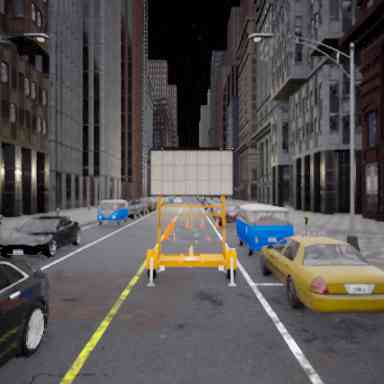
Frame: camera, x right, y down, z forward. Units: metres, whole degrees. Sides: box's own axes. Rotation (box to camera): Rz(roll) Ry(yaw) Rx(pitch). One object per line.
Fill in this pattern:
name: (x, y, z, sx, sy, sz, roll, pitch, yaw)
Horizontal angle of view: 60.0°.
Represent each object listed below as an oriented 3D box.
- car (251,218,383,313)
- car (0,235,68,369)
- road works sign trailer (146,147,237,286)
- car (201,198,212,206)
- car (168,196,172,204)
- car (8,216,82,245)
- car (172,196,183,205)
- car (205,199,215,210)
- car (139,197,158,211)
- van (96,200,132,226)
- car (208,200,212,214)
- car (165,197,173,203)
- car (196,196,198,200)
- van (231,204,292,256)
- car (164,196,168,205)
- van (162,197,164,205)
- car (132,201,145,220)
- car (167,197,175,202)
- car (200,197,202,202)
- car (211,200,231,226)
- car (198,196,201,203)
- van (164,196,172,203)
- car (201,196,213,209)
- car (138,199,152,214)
car: (2.753, 1.572, 7.781, 1.752, 1.417, 4.829, 0, 0, 0)
car: (-3.103, 1.525, 3.297, 1.837, 1.490, 4.892, 0, 0, 0)
road works sign trailer: (-0.008, 0.521, 9.567, 2.380, 3.560, 2.880, 0, 0, 0)
car: (2.706, 1.928, 63.973, 1.887, 1.381, 4.507, 0, 0, 0)
car: (-5.824, 1.858, 69.595, 1.967, 1.590, 4.097, 0, 0, 0)
car: (-5.776, 1.645, 13.227, 1.947, 1.339, 4.313, 0, 0, 0)
car: (-3.060, 1.958, 72.018, 1.812, 1.442, 4.674, 0, 0, 0)
car: (2.730, 1.765, 35.792, 2.008, 1.369, 4.403, 0, 0, 0)
car: (-5.801, 1.563, 41.411, 2.192, 1.841, 5.009, 0, 0, 0)
van: (-5.786, 1.487, 24.502, 1.690, 1.788, 3.998, 0, 0, 0)
car: (2.735, 1.706, 30.326, 1.752, 1.417, 4.829, 0, 0, 0)
car: (-5.838, 2.045, 86.334, 1.752, 1.417, 4.829, 0, 0, 0)
car: (2.692, 1.926, 80.882, 1.967, 1.590, 4.097, 0, 0, 0)
van: (2.748, 1.420, 13.248, 1.690, 1.788, 3.998, 0, 0, 0)
car: (-5.814, 1.790, 58.321, 1.967, 1.590, 4.097, 0, 0, 0)
van: (-5.810, 1.657, 52.685, 1.690, 1.788, 3.998, 0, 0, 0)
car: (-5.790, 1.746, 30.137, 1.947, 1.339, 4.313, 0, 0, 0)
car: (-5.843, 2.107, 92.139, 2.008, 1.369, 4.403, 0, 0, 0)
car: (2.716, 1.881, 52.700, 1.947, 1.339, 4.313, 0, 0, 0)
car: (2.739, 1.586, 24.520, 1.967, 1.590, 4.097, 0, 0, 0)
car: (2.710, 1.665, 58.338, 2.192, 1.841, 5.009, 0, 0, 0)
van: (-5.834, 1.827, 80.868, 1.690, 1.788, 3.998, 0, 0, 0)
car: (2.720, 1.722, 47.064, 1.967, 1.590, 4.097, 0, 0, 0)
car: (-5.795, 1.780, 35.774, 1.947, 1.339, 4.313, 0, 0, 0)
